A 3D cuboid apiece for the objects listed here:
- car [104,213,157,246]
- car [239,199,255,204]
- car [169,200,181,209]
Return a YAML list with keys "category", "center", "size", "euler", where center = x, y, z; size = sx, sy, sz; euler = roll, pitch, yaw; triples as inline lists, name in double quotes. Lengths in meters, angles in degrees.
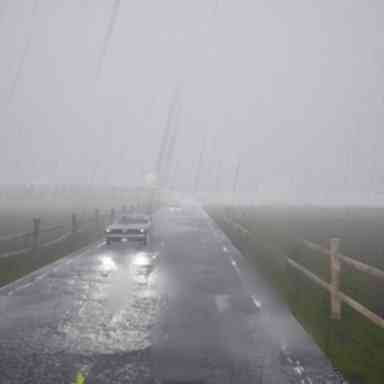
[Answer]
- category: "car"
  center: [-2.853, 1.752, 16.334]
  size: [1.895, 1.301, 4.718]
  euler: [0, -1, 0]
- category: "car"
  center: [14.049, 2.418, 85.125]
  size: [4.181, 1.385, 1.994]
  euler: [0, -1, 1]
- category: "car"
  center: [-2.808, 2.056, 56.796]
  size: [2.033, 1.411, 5.357]
  euler: [0, 0, 1]
